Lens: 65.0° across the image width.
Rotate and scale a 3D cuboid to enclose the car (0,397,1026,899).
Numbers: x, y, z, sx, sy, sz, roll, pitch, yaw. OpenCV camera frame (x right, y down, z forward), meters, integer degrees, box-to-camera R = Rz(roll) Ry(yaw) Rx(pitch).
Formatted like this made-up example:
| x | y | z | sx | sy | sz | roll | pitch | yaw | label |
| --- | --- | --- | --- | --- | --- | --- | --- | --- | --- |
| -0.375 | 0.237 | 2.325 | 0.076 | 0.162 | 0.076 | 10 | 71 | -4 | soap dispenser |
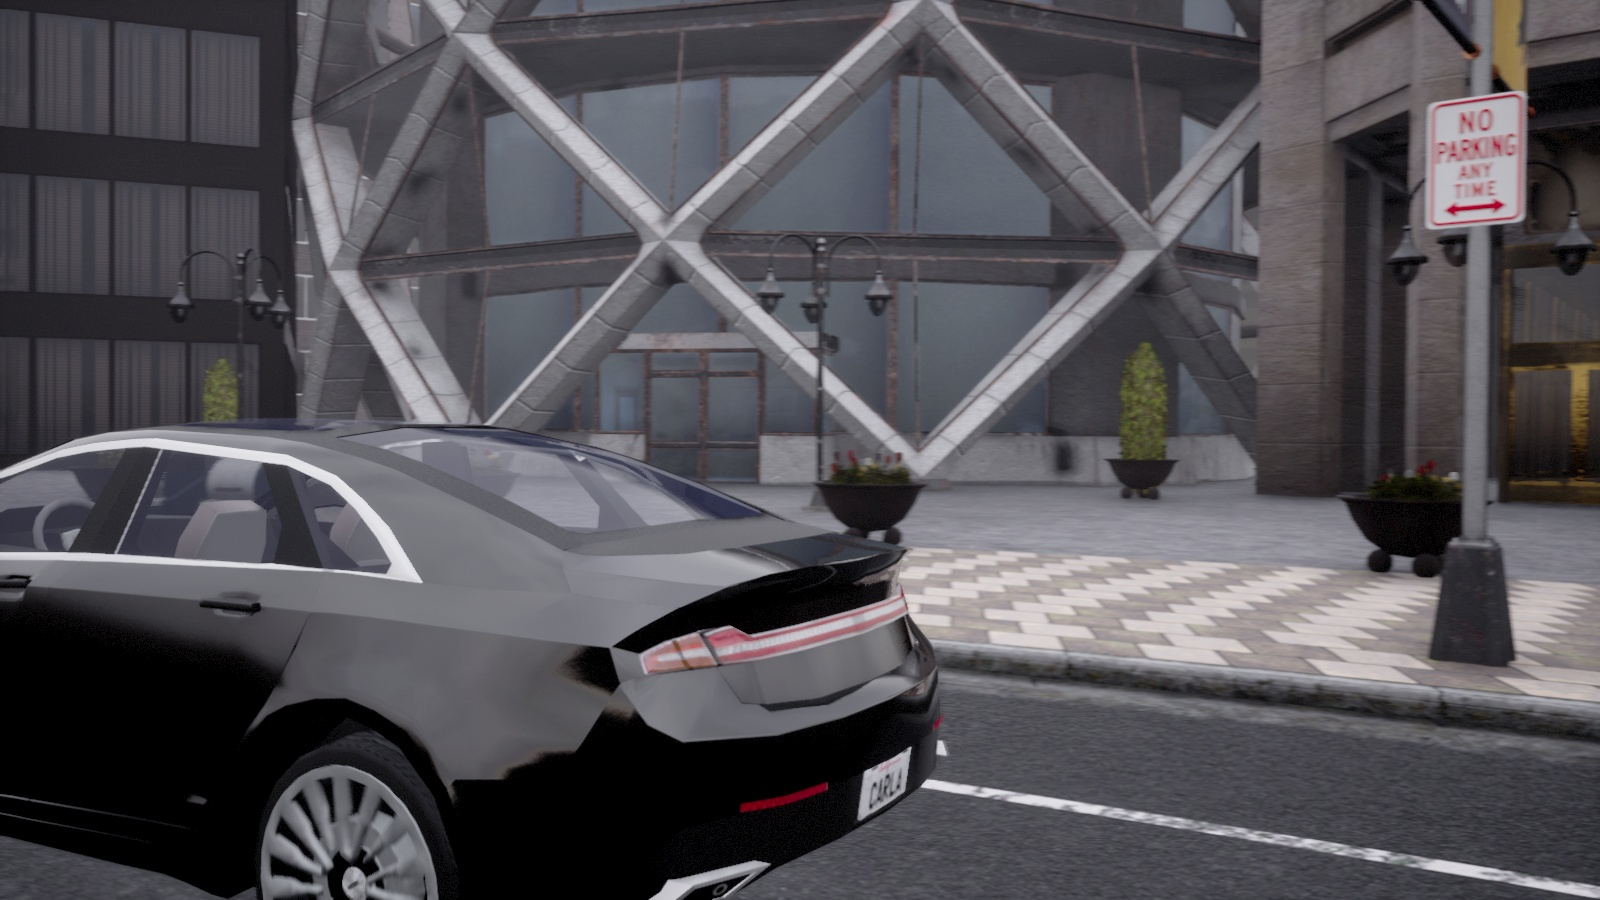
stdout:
| x | y | z | sx | sy | sz | roll | pitch | yaw | label |
| --- | --- | --- | --- | --- | --- | --- | --- | --- | --- |
| -1.898 | 0.640 | 4.490 | 4.902 | 1.511 | 2.128 | 0 | 1 | 28 | car |
